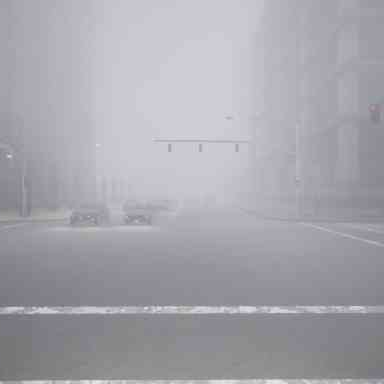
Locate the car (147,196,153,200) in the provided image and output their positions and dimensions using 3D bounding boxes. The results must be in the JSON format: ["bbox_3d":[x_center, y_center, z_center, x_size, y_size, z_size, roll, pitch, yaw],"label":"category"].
[{"bbox_3d":[-7.056,1.507,61.063,1.837,1.490,4.892,0,-1,0],"label":"car"}]

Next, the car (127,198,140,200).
[{"bbox_3d":[-7.094,1.505,40.024,1.837,1.490,4.892,0,0,0],"label":"car"}]

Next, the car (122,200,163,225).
[{"bbox_3d":[-3.597,1.532,24.201,2.033,1.411,5.357,0,0,0],"label":"car"}]

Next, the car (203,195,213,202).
[{"bbox_3d":[3.511,1.507,73.695,1.812,1.442,4.674,0,0,0],"label":"car"}]

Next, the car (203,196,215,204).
[{"bbox_3d":[3.510,1.491,64.620,2.128,1.511,4.902,0,0,0],"label":"car"}]

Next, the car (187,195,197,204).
[{"bbox_3d":[0.009,1.491,64.309,2.128,1.511,4.902,0,0,0],"label":"car"}]

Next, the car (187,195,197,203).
[{"bbox_3d":[0.011,1.508,73.696,2.128,1.511,4.902,0,0,0],"label":"car"}]

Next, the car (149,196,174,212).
[{"bbox_3d":[-3.594,1.547,39.671,2.033,1.411,5.357,0,0,0],"label":"car"}]

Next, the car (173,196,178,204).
[{"bbox_3d":[-3.553,1.477,61.591,1.882,1.535,5.008,0,0,0],"label":"car"}]

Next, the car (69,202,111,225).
[{"bbox_3d":[-7.097,1.486,23.590,1.837,1.490,4.892,0,-1,0],"label":"car"}]
